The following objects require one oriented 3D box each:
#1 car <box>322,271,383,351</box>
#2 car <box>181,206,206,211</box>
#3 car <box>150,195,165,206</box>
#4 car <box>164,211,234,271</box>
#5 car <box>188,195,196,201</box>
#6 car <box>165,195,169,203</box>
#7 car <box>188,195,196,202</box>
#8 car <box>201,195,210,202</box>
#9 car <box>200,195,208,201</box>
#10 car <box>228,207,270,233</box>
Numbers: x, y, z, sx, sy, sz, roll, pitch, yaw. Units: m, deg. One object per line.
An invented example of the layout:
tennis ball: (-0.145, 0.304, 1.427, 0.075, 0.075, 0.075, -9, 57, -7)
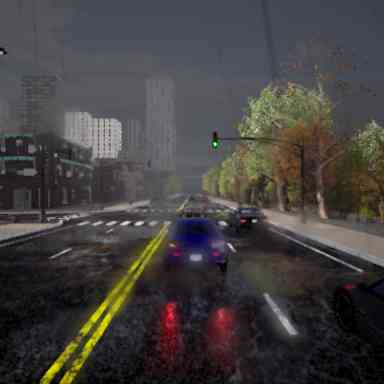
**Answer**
car: (3.348, 1.559, 3.726, 2.033, 1.411, 5.357, 0, 0, 0)
car: (0.098, 1.673, 24.585, 1.895, 1.301, 4.718, 0, 0, 0)
car: (-6.545, 1.696, 60.839, 1.812, 1.442, 4.674, 0, 0, 1)
car: (0.103, 1.559, 10.928, 1.812, 1.442, 4.674, 0, -1, 0)
car: (-0.013, 1.618, 89.686, 2.033, 1.411, 5.357, 0, 0, 0)
car: (-6.511, 1.566, 76.170, 2.097, 1.767, 4.553, 0, 0, 0)
car: (-0.012, 1.711, 79.267, 1.837, 1.490, 4.892, 0, 0, 0)
car: (3.238, 1.765, 79.683, 1.994, 1.385, 4.181, 0, 0, 0)
car: (3.237, 1.618, 89.687, 2.033, 1.411, 5.357, 0, 0, 0)
car: (3.347, 1.607, 20.274, 2.033, 1.411, 5.357, 0, 0, 0)
